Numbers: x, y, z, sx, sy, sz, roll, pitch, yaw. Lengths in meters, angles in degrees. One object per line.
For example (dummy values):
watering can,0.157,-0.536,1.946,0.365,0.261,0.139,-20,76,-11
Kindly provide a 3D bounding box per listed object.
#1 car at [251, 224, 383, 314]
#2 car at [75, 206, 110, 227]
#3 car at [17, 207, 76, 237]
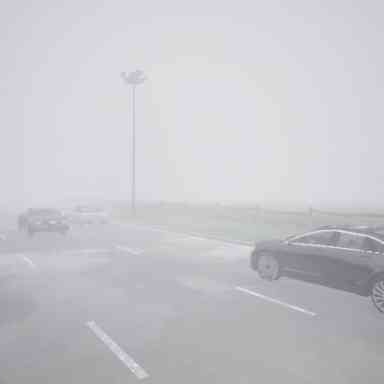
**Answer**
car,3.463,1.491,7.590,2.128,1.511,4.902,0,0,-35
car,-7.422,1.601,23.155,1.895,1.301,4.718,0,0,-35
car,-8.284,1.547,18.279,2.033,1.411,5.357,0,0,-35
